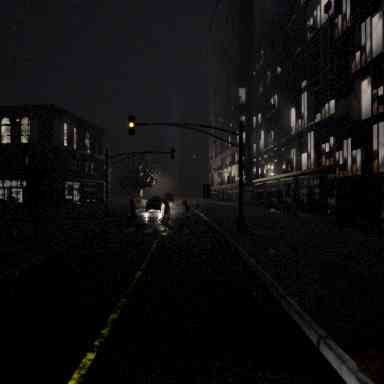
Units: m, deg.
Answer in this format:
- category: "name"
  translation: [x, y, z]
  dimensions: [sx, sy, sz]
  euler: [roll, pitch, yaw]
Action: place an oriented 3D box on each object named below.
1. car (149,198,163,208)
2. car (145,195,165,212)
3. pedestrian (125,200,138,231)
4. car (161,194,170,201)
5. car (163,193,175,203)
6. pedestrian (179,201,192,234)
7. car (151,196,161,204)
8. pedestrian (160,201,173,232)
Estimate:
- category: "car"
  translation: [-5.348, 1.590, 49.392]
  dimensions: [1.895, 1.301, 4.718]
  euler: [0, 0, -6]
- category: "car"
  translation: [-4.451, 1.471, 39.338]
  dimensions: [1.882, 1.535, 5.008]
  euler: [0, 0, -5]
- category: "pedestrian"
  translation: [-3.449, 1.294, 18.950]
  dimensions: [0.375, 1.860, 0.375]
  euler: [1, -1, -2]
- category: "car"
  translation: [-6.366, 1.335, 79.426]
  dimensions: [1.812, 1.442, 4.674]
  euler: [0, 0, -10]
- category: "car"
  translation: [-4.824, 1.208, 69.158]
  dimensions: [2.150, 2.045, 5.566]
  euler: [0, 0, -8]
- category: "pedestrian"
  translation: [-0.349, 1.296, 17.709]
  dimensions: [0.375, 1.860, 0.375]
  euler: [1, -1, -2]
- category: "car"
  translation: [-6.889, 1.487, 63.344]
  dimensions: [1.837, 1.490, 4.892]
  euler: [0, 0, -7]
- category: "pedestrian"
  translation: [-1.409, 1.295, 18.566]
  dimensions: [0.375, 1.860, 0.375]
  euler: [1, -1, -2]
